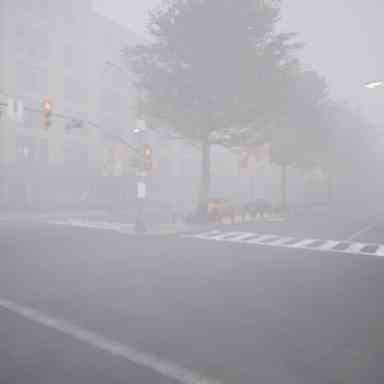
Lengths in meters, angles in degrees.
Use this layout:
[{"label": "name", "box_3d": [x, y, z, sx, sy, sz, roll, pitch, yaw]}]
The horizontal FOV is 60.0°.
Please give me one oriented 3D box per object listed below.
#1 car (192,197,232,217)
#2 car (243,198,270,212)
[{"label": "car", "box_3d": [1.933, 1.324, 31.090, 2.097, 1.767, 4.553, 0, 0, 36]}, {"label": "car", "box_3d": [7.616, 1.498, 39.092, 1.812, 1.442, 4.674, 0, 0, 35]}]
